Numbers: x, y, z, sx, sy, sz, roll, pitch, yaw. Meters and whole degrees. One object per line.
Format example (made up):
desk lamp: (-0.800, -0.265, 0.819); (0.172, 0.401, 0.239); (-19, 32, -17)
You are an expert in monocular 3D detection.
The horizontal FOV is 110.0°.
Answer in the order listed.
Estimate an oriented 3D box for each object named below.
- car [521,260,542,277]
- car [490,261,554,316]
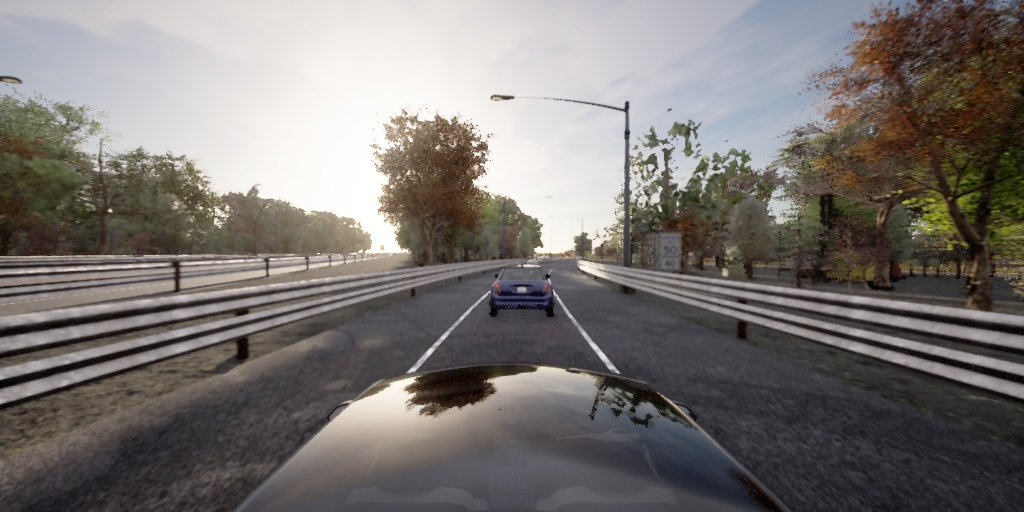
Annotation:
car: (2.051, 1.184, 35.743); (1.837, 1.490, 4.892); (0, 1, 6)
car: (0.386, 1.080, 13.432); (2.097, 1.767, 4.553); (0, 0, 2)
